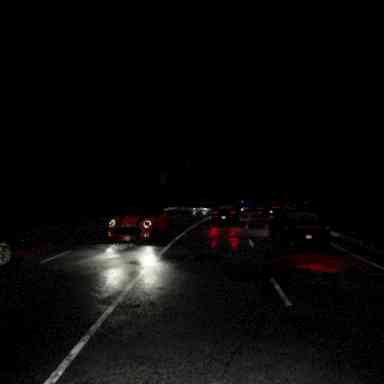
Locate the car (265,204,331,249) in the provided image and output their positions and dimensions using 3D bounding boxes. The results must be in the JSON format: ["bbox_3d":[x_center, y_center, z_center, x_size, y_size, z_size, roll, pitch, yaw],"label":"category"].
[{"bbox_3d":[4.598,1.506,14.765,1.882,1.535,5.008,0,0,6],"label":"car"}]

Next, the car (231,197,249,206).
[{"bbox_3d":[8.241,1.583,56.861,1.837,1.490,4.892,0,0,23],"label":"car"}]

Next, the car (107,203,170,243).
[{"bbox_3d":[-2.465,1.362,16.249,2.097,1.767,4.553,0,0,7],"label":"car"}]

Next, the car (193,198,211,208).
[{"bbox_3d":[1.599,1.573,49.336,1.812,1.442,4.674,0,0,19],"label":"car"}]

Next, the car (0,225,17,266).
[{"bbox_3d":[-6.668,1.484,8.715,2.128,1.511,4.902,0,0,4],"label":"car"}]

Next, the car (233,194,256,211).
[{"bbox_3d":[6.788,1.286,42.189,2.150,2.045,5.566,0,0,17],"label":"car"}]

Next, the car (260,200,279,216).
[{"bbox_3d":[7.770,1.565,32.590,1.837,1.490,4.892,0,0,14],"label":"car"}]

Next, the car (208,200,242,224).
[{"bbox_3d":[2.547,1.559,24.832,1.812,1.442,4.674,0,0,10],"label":"car"}]
